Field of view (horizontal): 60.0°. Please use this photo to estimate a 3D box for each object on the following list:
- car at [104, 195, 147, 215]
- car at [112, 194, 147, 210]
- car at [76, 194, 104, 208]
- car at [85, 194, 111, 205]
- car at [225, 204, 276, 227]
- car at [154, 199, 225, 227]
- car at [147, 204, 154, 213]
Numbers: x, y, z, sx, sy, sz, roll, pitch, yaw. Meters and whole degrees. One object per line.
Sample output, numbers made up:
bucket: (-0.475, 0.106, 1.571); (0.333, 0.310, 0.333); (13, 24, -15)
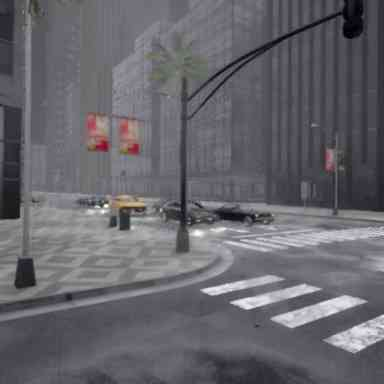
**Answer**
car: (-5.591, 1.127, 29.048); (1.882, 1.535, 5.008); (1, 1, -35)
car: (-6.939, 1.044, 36.583); (1.882, 1.535, 5.008); (1, 1, -35)
car: (-11.427, 1.077, 37.312); (1.895, 1.301, 4.718); (1, 1, -35)
car: (-12.665, 0.964, 44.731); (1.994, 1.385, 4.181); (1, 1, -35)
car: (3.247, 1.475, 22.188); (1.895, 1.301, 4.718); (1, 1, -36)
car: (-0.311, 1.315, 21.578); (1.837, 1.490, 4.892); (1, 1, -35)
car: (-1.830, 1.283, 29.359); (1.994, 1.385, 4.181); (1, 1, -35)
